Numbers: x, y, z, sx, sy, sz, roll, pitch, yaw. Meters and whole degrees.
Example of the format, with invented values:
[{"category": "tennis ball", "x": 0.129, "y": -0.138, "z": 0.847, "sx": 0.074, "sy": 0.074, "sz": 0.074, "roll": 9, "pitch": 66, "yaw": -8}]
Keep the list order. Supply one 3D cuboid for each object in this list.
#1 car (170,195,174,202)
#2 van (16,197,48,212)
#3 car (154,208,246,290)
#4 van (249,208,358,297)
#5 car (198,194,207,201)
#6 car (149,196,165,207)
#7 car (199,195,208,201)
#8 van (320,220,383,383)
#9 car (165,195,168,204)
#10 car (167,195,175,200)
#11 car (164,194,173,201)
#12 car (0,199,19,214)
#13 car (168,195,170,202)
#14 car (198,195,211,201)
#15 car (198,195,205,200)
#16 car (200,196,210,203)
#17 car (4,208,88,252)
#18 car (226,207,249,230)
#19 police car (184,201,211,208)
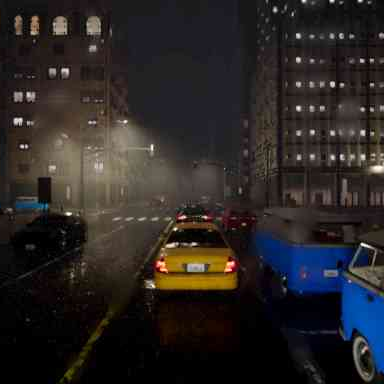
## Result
[{"category": "car", "x": -5.688, "y": 1.488, "z": 74.500, "sx": 2.008, "sy": 1.369, "sz": 4.403, "roll": 1, "pitch": 0, "yaw": 0}, {"category": "van", "x": -19.740, "y": 1.509, "z": 40.762, "sx": 3.998, "sy": 1.788, "sz": 1.690, "roll": 0, "pitch": 0, "yaw": 1}, {"category": "car", "x": 0.096, "y": 1.454, "z": 9.056, "sx": 1.801, "sy": 1.575, "sz": 5.366, "roll": 0, "pitch": 0, "yaw": 0}, {"category": "van", "x": 2.702, "y": 1.339, "z": 8.297, "sx": 1.690, "sy": 1.788, "sz": 3.998, "roll": 1, "pitch": 0, "yaw": 0}, {"category": "car", "x": 2.692, "y": 1.360, "z": 85.804, "sx": 1.967, "sy": 1.590, "sz": 4.097, "roll": 1, "pitch": 0, "yaw": 0}, {"category": "car", "x": -5.686, "y": 1.552, "z": 51.894, "sx": 1.802, "sy": 1.307, "sz": 4.206, "roll": 1, "pitch": 0, "yaw": 0}, {"category": "car", "x": 2.692, "y": 1.479, "z": 80.151, "sx": 2.008, "sy": 1.369, "sz": 4.403, "roll": 1, "pitch": 0, "yaw": 0}, {"category": "van", "x": 2.703, "y": 1.341, "z": 2.720, "sx": 1.690, "sy": 1.788, "sz": 3.998, "roll": 1, "pitch": 0, "yaw": 0}, {"category": "car", "x": -5.684, "y": 1.402, "z": 57.546, "sx": 1.967, "sy": 1.590, "sz": 4.097, "roll": 1, "pitch": 0, "yaw": 0}, {"category": "car", "x": -5.690, "y": 1.437, "z": 91.285, "sx": 1.752, "sy": 1.417, "sz": 4.829, "roll": 1, "pitch": 0, "yaw": 0}, {"category": "car", "x": -5.687, "y": 1.369, "z": 80.151, "sx": 1.967, "sy": 1.590, "sz": 4.097, "roll": 1, "pitch": 0, "yaw": 0}, {"category": "car", "x": -19.847, "y": 1.607, "z": 32.381, "sx": 4.403, "sy": 1.369, "sz": 2.008, "roll": 0, "pitch": 0, "yaw": 1}, {"category": "car", "x": -5.687, "y": 1.536, "z": 63.197, "sx": 1.802, "sy": 1.307, "sz": 4.206, "roll": 1, "pitch": 0, "yaw": 0}, {"category": "car", "x": 2.694, "y": 1.504, "z": 63.197, "sx": 2.008, "sy": 1.369, "sz": 4.403, "roll": 1, "pitch": 0, "yaw": 0}, {"category": "car", "x": 2.691, "y": 1.436, "z": 91.625, "sx": 1.752, "sy": 1.417, "sz": 4.829, "roll": 1, "pitch": 0, "yaw": 0}, {"category": "car", "x": 2.693, "y": 1.490, "z": 68.849, "sx": 1.887, "sy": 1.381, "sz": 4.507, "roll": 1, "pitch": 0, "yaw": 0}, {"category": "car", "x": -5.682, "y": 1.562, "z": 13.879, "sx": 1.947, "sy": 1.339, "sz": 4.313, "roll": 1, "pitch": 0, "yaw": 0}, {"category": "car", "x": 2.698, "y": 1.538, "z": 19.451, "sx": 1.887, "sy": 1.381, "sz": 4.507, "roll": 1, "pitch": 0, "yaw": 0}, {"category": "police car", "x": 0.102, "y": 1.497, "z": 19.376, "sx": 2.038, "sy": 1.542, "sz": 4.974, "roll": 0, "pitch": 0, "yaw": 0}]
